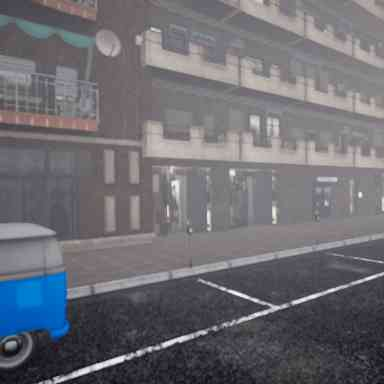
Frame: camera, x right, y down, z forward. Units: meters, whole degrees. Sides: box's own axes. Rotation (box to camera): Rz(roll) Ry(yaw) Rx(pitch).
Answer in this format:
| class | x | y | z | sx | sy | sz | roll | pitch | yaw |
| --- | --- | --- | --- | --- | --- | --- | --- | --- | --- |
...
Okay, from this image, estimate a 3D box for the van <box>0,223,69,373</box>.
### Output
| class | x | y | z | sx | sy | sz | roll | pitch | yaw |
| --- | --- | --- | --- | --- | --- | --- | --- | --- | --- |
| van | -3.592 | 1.350 | 4.002 | 3.998 | 1.788 | 1.690 | -1 | 0 | -36 |
